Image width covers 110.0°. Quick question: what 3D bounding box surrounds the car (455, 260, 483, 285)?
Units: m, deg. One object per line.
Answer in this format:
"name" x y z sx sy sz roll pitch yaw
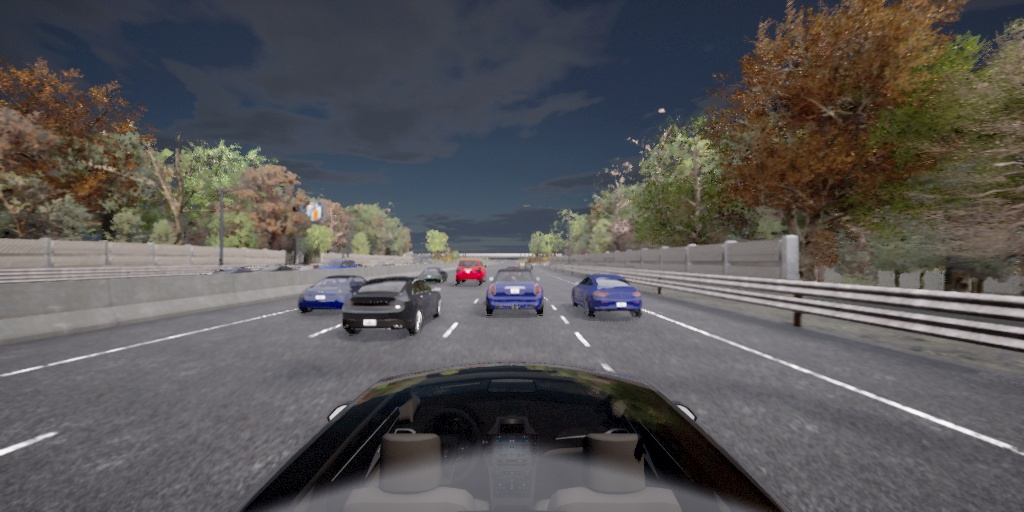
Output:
"car" -3.392 1.333 30.316 2.150 2.045 5.566 0 -1 0

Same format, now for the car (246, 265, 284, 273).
"car" -24.578 1.679 37.201 1.882 1.535 5.008 0 -1 0

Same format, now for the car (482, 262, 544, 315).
"car" 0.104 1.263 14.572 2.097 1.767 4.553 0 -1 0

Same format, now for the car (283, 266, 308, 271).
"car" -21.080 1.727 37.203 1.812 1.442 4.674 0 -1 0

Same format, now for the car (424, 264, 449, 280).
"car" -6.886 1.694 31.750 1.994 1.385 4.181 0 -1 0

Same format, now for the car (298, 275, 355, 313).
"car" -6.892 1.480 14.902 1.994 1.385 4.181 0 -1 0

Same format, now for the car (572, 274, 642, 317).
"car" 3.508 1.421 13.799 1.812 1.442 4.674 0 -1 0

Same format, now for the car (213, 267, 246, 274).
"car" -28.077 1.755 36.316 1.994 1.385 4.181 0 -1 0

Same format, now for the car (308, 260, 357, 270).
"car" -17.583 1.410 36.075 2.150 2.045 5.566 0 -1 0

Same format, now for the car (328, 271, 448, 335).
"car" -3.397 1.371 10.975 1.837 1.490 4.892 0 -1 0
